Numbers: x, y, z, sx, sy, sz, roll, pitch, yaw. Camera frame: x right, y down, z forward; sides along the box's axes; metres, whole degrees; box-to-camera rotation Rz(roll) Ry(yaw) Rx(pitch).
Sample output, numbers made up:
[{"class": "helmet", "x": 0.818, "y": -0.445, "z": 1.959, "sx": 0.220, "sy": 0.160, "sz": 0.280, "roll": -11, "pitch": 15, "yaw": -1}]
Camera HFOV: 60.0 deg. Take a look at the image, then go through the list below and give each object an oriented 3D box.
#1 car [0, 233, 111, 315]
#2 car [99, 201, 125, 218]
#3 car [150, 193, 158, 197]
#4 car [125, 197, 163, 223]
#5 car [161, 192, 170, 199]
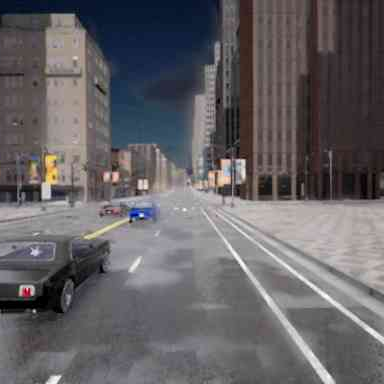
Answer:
[{"class": "car", "x": -3.216, "y": 1.589, "z": 7.504, "sx": 1.895, "sy": 1.301, "sz": 4.718, "roll": 0, "pitch": 0, "yaw": -1}, {"class": "car", "x": -6.902, "y": 1.495, "z": 29.674, "sx": 1.994, "sy": 1.385, "sz": 4.181, "roll": 0, "pitch": 0, "yaw": 0}, {"class": "car", "x": -10.836, "y": 1.138, "z": 94.887, "sx": 2.097, "sy": 1.767, "sz": 4.553, "roll": 0, "pitch": 0, "yaw": -1}, {"class": "car", "x": -3.420, "y": 1.402, "z": 24.868, "sx": 1.882, "sy": 1.535, "sz": 5.008, "roll": 0, "pitch": 0, "yaw": -1}, {"class": "car", "x": -7.586, "y": 0.988, "z": 94.864, "sx": 2.150, "sy": 2.045, "sz": 5.566, "roll": 0, "pitch": 0, "yaw": -1}]
